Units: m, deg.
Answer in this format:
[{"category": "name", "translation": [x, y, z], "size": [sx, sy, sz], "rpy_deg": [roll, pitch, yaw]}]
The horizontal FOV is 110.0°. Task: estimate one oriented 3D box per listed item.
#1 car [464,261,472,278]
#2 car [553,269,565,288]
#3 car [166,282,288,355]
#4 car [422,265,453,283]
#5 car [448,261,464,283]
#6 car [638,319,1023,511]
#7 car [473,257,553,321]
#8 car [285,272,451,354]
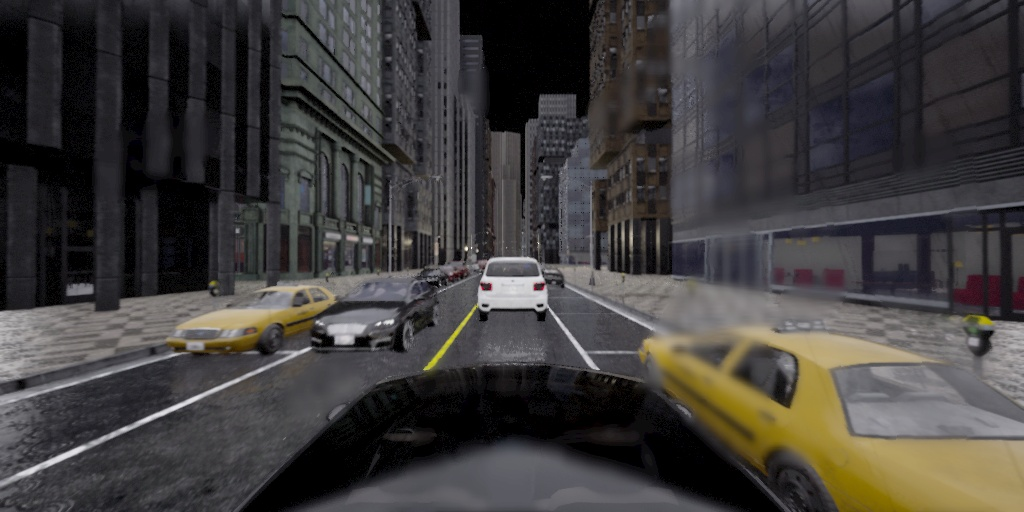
[{"category": "car", "translation": [-5.759, 1.421, 37.146], "size": [2.192, 1.841, 5.009], "rpy_deg": [0, 0, 0]}, {"category": "car", "translation": [2.765, 1.543, 25.932], "size": [2.007, 1.370, 4.403], "rpy_deg": [0, 0, 0]}, {"category": "car", "translation": [-5.762, 1.347, 8.930], "size": [1.751, 1.417, 4.829], "rpy_deg": [0, 0, 0]}, {"category": "car", "translation": [-5.760, 1.558, 25.927], "size": [1.948, 1.339, 4.313], "rpy_deg": [0, 0, 0]}, {"category": "car", "translation": [-5.760, 1.489, 31.537], "size": [1.967, 1.591, 4.097], "rpy_deg": [0, 0, 0]}, {"category": "car", "translation": [2.763, 1.292, 3.668], "size": [1.751, 1.417, 4.829], "rpy_deg": [0, 0, 0]}, {"category": "car", "translation": [0.013, 1.083, 13.103], "size": [2.150, 2.045, 5.566], "rpy_deg": [0, -1, 0]}, {"category": "car", "translation": [-3.098, 1.313, 9.092], "size": [2.128, 1.511, 4.902], "rpy_deg": [0, -1, 0]}]
